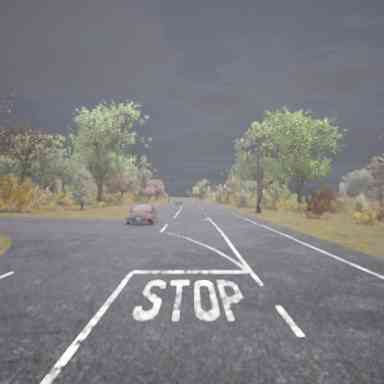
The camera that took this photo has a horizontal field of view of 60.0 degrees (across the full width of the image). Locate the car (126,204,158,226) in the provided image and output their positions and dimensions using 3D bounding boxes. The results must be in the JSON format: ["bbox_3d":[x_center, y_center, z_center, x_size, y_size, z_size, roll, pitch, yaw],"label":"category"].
[{"bbox_3d":[-3.505,1.583,24.206,1.812,1.442,4.674,1,-1,0],"label":"car"}]

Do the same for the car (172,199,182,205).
[{"bbox_3d":[-3.533,2.475,80.948,1.994,1.385,4.181,0,-1,5],"label":"car"}]
